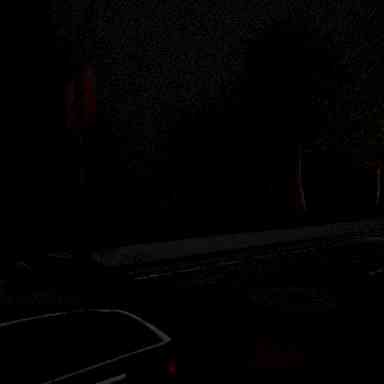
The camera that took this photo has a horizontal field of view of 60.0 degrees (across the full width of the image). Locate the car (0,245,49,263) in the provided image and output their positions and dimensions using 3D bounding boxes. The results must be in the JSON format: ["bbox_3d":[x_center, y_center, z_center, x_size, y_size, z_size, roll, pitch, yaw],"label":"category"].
[{"bbox_3d":[-3.540,1.601,5.154,4.718,1.301,1.895,0,0,-35],"label":"car"}]

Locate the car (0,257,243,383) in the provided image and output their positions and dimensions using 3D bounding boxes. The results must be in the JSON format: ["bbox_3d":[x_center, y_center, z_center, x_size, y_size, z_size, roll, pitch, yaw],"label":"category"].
[{"bbox_3d":[-1.800,1.506,2.402,4.892,1.490,1.837,0,0,-36],"label":"car"}]
